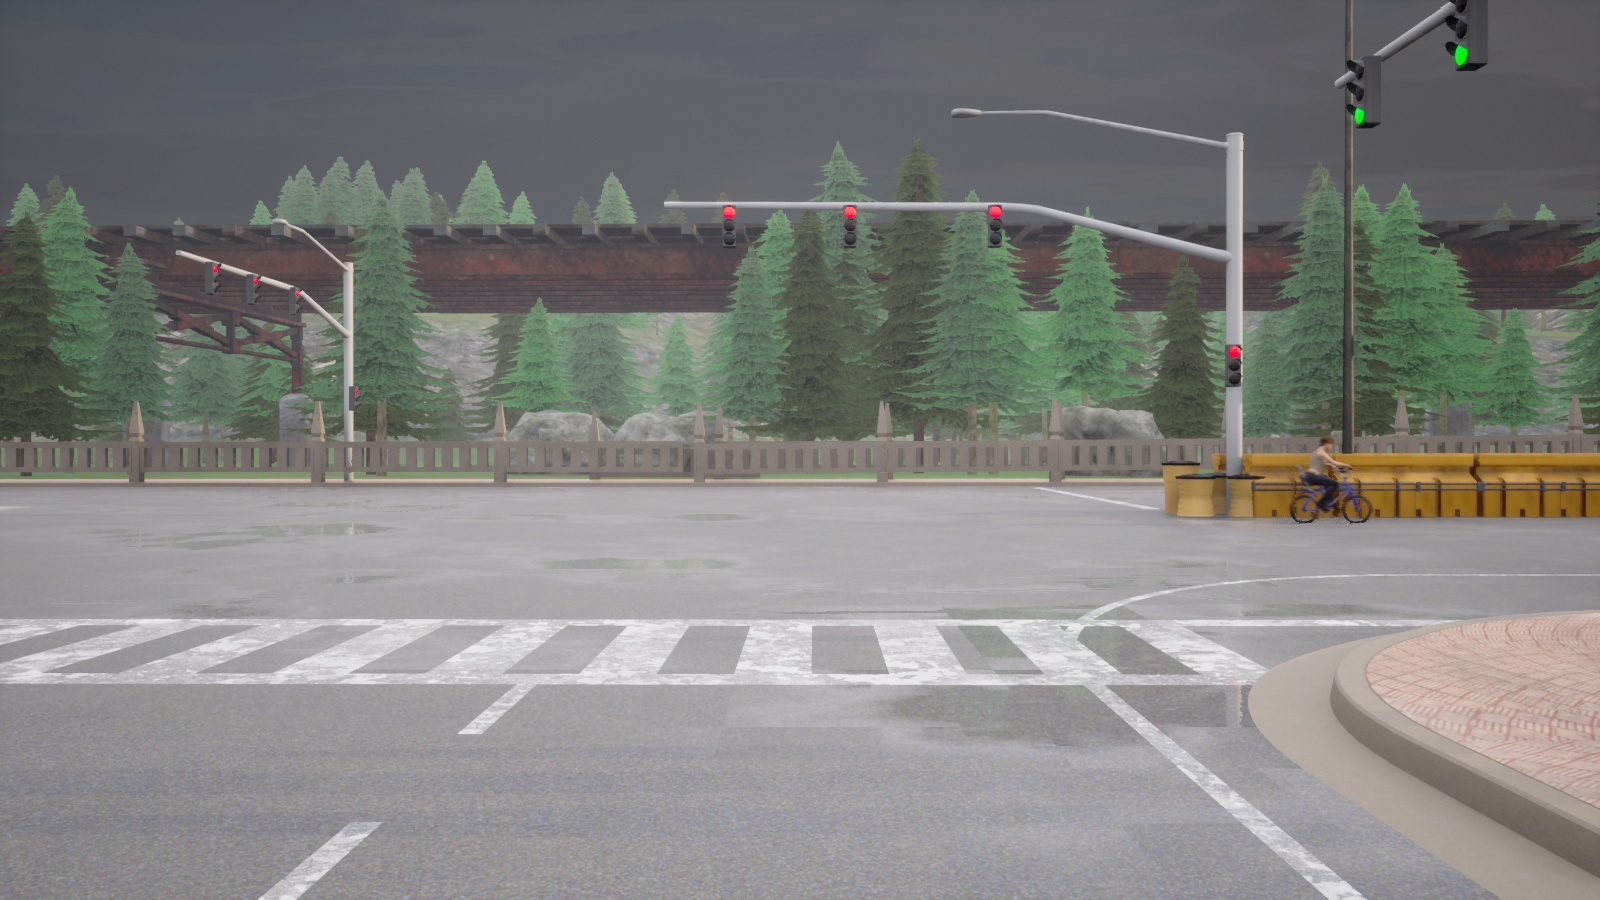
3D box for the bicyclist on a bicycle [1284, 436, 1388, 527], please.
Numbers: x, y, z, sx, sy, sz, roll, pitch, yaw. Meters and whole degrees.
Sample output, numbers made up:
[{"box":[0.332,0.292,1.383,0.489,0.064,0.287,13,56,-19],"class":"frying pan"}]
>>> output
[{"box":[9.733,0.562,22.840,1.509,1.612,0.866,0,0,0],"class":"bicyclist on a bicycle"}]
